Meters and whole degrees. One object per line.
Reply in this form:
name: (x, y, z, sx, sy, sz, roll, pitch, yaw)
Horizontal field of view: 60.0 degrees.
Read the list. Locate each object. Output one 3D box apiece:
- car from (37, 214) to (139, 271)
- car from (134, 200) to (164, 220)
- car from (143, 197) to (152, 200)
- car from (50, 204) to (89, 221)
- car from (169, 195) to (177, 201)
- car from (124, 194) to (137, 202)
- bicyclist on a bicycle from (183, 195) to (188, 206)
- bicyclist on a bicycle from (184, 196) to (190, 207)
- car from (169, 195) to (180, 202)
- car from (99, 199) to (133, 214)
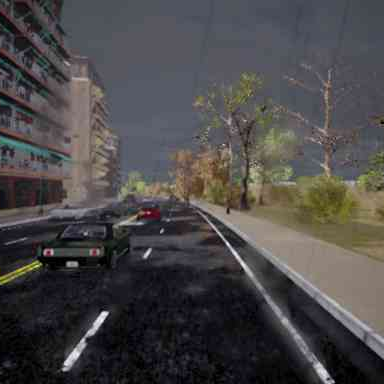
car: (-3.179, 1.631, 11.029, 1.895, 1.301, 4.718, 0, 0, 0)
car: (-3.543, 1.641, 28.655, 1.994, 1.385, 4.181, 0, 0, -2)
car: (-9.601, 1.765, 71.370, 1.895, 1.301, 4.718, 0, 0, -5)
car: (-10.219, 1.678, 28.085, 1.895, 1.301, 4.718, 0, 0, -2)
car: (-5.405, 1.595, 92.814, 1.882, 1.535, 5.008, 0, 0, -8)
car: (-12.595, 1.372, 68.417, 2.150, 2.045, 5.566, 0, 0, -5)
bicyclist on a bicycle: (-1.197, 1.516, 59.917, 0.659, 1.776, 1.843, 0, 0, -5)
bicyclist on a bicycle: (-0.541, 1.579, 50.658, 0.582, 1.620, 1.656, 0, -1, -4)
car: (-3.813, 1.703, 78.781, 2.128, 1.511, 4.902, 0, 0, -6)
car: (-7.037, 1.629, 30.281, 2.033, 1.411, 5.357, 0, 0, -2)
